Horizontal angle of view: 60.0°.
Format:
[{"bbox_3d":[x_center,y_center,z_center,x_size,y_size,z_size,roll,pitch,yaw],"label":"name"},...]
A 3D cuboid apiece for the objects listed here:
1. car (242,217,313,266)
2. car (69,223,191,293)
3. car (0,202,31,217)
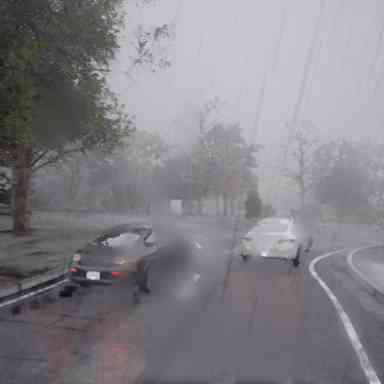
[{"bbox_3d":[3.177,1.647,12.127,1.812,1.442,4.674,0,-1,25],"label":"car"},{"bbox_3d":[-1.416,1.588,9.106,1.812,1.442,4.674,0,0,16],"label":"car"},{"bbox_3d":[-17.451,1.675,31.434,4.181,1.385,1.994,0,-1,10],"label":"car"}]
